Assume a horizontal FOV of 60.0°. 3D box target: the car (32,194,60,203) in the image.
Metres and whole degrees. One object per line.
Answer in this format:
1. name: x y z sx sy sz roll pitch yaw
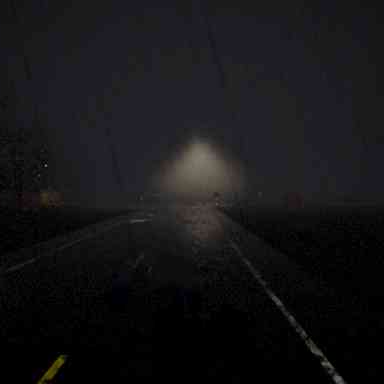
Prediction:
1. car: -28.839 1.220 65.688 4.553 1.767 2.097 0 0 -2

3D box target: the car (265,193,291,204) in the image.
1. car: 17.638 1.276 66.967 5.566 2.045 2.150 0 0 -2

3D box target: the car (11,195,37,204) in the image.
1. car: -29.192 1.229 58.678 4.553 1.767 2.097 0 0 -2

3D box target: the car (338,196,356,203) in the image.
1. car: 30.763 1.616 67.348 4.674 1.442 1.812 0 0 -2

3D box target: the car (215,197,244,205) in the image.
1. car: 6.829 1.568 59.638 5.357 1.411 2.033 0 0 -2

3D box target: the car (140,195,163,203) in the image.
1. car: -8.021 1.313 66.297 4.553 1.767 2.097 0 0 -2
